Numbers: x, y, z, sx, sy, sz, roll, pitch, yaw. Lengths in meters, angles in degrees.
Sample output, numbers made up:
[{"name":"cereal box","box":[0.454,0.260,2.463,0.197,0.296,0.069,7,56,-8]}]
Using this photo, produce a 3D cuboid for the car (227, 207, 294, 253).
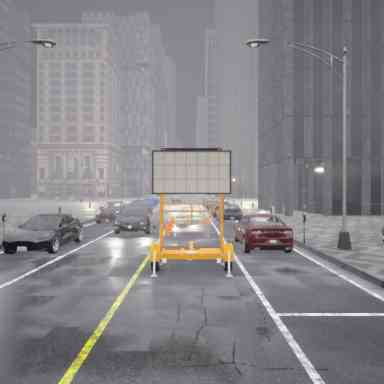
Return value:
[{"name":"car","box":[2.747,1.543,13.488,1.887,1.381,4.507,0,0,0]}]

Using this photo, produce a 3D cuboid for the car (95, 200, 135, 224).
[{"name":"car","box":[-5.791,1.435,24.758,1.967,1.590,4.097,0,0,0]}]

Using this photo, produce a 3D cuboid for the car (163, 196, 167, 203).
[{"name":"car","box":[-5.833,1.512,64.245,2.008,1.369,4.403,0,0,0]}]

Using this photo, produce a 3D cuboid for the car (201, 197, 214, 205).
[{"name":"car","box":[2.699,1.518,58.615,2.008,1.369,4.403,0,0,0]}]

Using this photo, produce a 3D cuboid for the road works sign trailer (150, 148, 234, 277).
[{"name":"road works sign trailer","box":[-0.010,0.463,10.221,2.380,3.560,2.880,0,0,0]}]

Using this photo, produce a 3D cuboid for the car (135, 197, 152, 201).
[{"name":"car","box":[-5.803,1.554,36.041,1.947,1.339,4.313,0,0,0]}]

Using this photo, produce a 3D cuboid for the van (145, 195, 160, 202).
[{"name":"van","box":[-5.815,1.320,47.322,1.690,1.788,3.998,0,0,0]}]

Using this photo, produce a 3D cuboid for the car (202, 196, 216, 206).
[{"name":"car","box":[2.704,1.414,52.974,1.967,1.590,4.097,0,0,0]}]

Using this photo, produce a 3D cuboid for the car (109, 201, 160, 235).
[{"name":"car","box":[-3.120,1.502,19.032,1.837,1.490,4.892,0,0,0]}]

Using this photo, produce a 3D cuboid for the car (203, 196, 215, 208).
[{"name":"car","box":[2.716,1.509,41.862,1.752,1.417,4.829,0,0,0]}]

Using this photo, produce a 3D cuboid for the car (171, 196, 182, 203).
[{"name":"car","box":[-3.071,1.506,66.768,2.033,1.411,5.357,0,0,0]}]

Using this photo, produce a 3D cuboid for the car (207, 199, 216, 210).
[{"name":"car","box":[2.729,1.558,30.410,1.947,1.339,4.313,0,0,0]}]

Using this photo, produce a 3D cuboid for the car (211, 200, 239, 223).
[{"name":"car","box":[2.735,1.546,24.770,2.008,1.369,4.403,0,0,0]}]

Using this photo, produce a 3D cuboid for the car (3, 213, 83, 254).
[{"name":"car","box":[-5.779,1.564,13.476,1.947,1.339,4.313,0,0,0]}]
